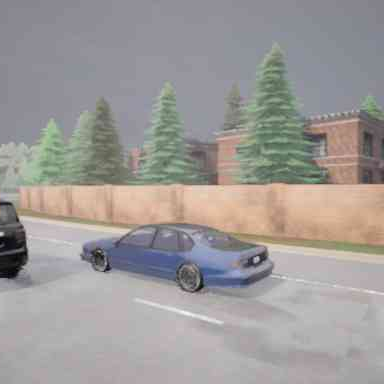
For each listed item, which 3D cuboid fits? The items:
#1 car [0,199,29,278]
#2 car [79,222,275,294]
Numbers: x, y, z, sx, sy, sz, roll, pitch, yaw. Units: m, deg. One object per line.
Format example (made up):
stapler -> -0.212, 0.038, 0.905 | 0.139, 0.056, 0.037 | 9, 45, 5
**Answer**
car -> -6.484, 1.151, 8.650 | 5.566, 2.045, 2.150 | 0, 0, 36
car -> -0.635, 1.509, 8.744 | 5.357, 1.411, 2.033 | 0, 0, 36
